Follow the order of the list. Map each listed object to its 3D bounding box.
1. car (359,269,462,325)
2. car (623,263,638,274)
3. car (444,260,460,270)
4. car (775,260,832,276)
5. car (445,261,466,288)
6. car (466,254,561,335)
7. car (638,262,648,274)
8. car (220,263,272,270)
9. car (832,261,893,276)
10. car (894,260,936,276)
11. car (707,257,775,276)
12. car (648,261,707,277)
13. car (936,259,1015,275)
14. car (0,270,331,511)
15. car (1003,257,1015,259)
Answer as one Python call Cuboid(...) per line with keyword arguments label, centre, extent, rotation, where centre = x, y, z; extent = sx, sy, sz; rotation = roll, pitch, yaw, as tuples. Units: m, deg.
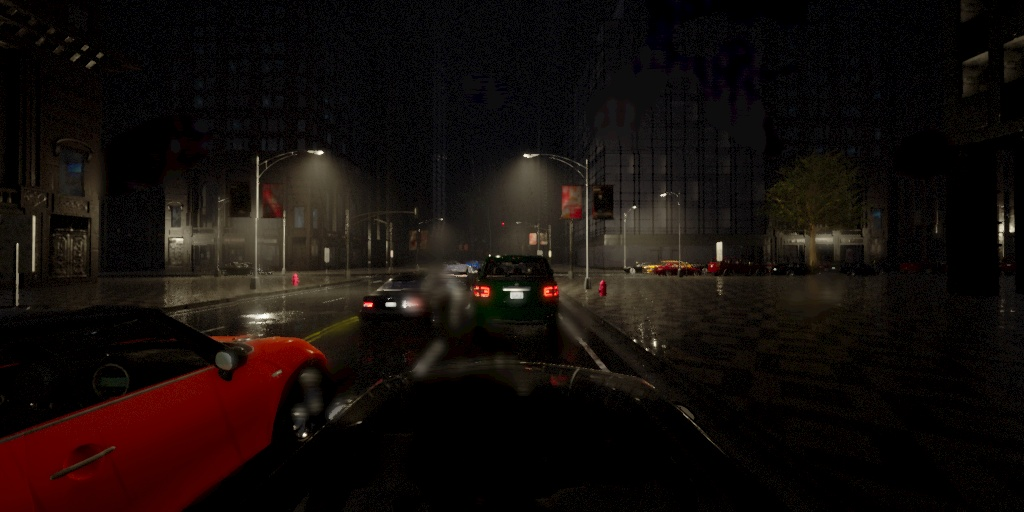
Cuboid(label="car", centre=(-3.120, 1.306, 11.754), extent=(2.033, 1.411, 5.357), rotation=(0, 0, 0))
Cuboid(label="car", centre=(15.253, 1.407, 41.894), extent=(4.313, 1.339, 1.948), rotation=(0, 0, -1))
Cuboid(label="car", centre=(-9.734, 1.509, 58.804), extent=(1.837, 1.490, 4.892), rotation=(0, 0, 0))
Cuboid(label="car", centre=(26.645, 1.271, 33.526), extent=(4.313, 1.339, 1.948), rotation=(0, 0, -1))
Cuboid(label="car", centre=(-3.121, 1.277, 21.491), extent=(2.128, 1.511, 4.902), rotation=(0, 0, 0))
Cuboid(label="car", centre=(0.115, 0.978, 10.670), extent=(2.150, 2.045, 5.566), rotation=(0, 0, 0))
Cuboid(label="car", centre=(16.868, 1.281, 39.168), extent=(5.008, 1.535, 1.882), rotation=(0, -1, -1))
Cuboid(label="car", centre=(-26.334, 1.444, 35.473), extent=(4.892, 1.490, 1.837), rotation=(0, -1, 0))
Cuboid(label="car", centre=(32.282, 1.256, 33.604), extent=(4.313, 1.339, 1.948), rotation=(0, 0, -1))
Cuboid(label="car", centre=(42.570, 1.175, 36.377), extent=(5.008, 1.535, 1.882), rotation=(0, -1, 0))
Cuboid(label="car", centre=(21.008, 1.037, 33.449), extent=(5.009, 1.841, 2.192), rotation=(0, 0, -1))
Cuboid(label="car", centre=(15.369, 1.323, 33.370), extent=(4.207, 1.307, 1.802), rotation=(0, 0, -1))
Cuboid(label="car", centre=(43.559, 1.210, 33.761), extent=(4.507, 1.381, 1.888), rotation=(0, 0, -1))
Cuboid(label="car", centre=(-3.146, 1.102, 2.342), extent=(2.097, 1.767, 4.553), rotation=(0, 0, 0))
Cuboid(label="car", centre=(49.197, 0.969, 33.839), extent=(5.009, 1.841, 2.192), rotation=(0, 0, -1))
